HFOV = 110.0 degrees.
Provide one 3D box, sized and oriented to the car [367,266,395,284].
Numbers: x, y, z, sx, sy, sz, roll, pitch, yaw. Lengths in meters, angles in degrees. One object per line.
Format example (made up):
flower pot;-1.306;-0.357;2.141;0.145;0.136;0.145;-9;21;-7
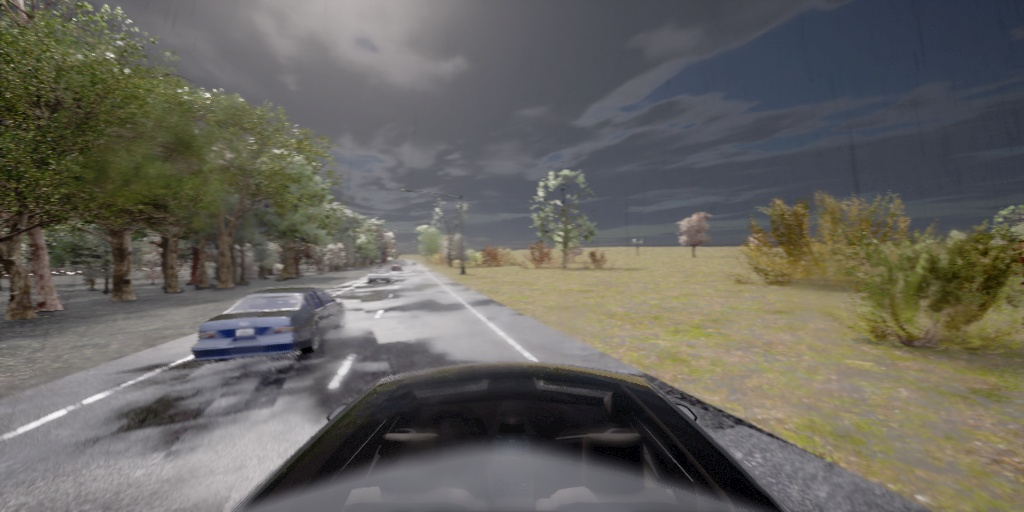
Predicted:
car;-12.501;1.890;34.116;1.895;1.301;4.718;-1;0;-15

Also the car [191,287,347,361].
car;-5.609;1.498;9.063;2.033;1.411;5.357;-1;0;-15
